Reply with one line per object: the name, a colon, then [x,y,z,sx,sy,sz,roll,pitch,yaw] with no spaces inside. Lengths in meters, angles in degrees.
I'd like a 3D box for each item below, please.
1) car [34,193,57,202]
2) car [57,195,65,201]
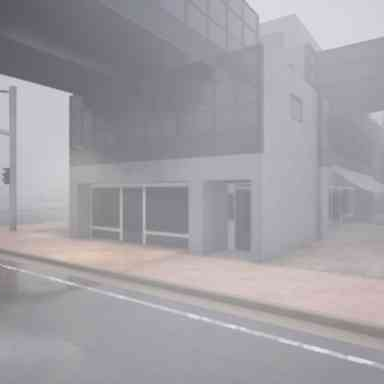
car: [-31.177,1.091,69.809,4.605,1.855,1.932,0,0,35]
car: [-29.450,1.302,72.136,3.905,1.438,1.784,0,0,35]
